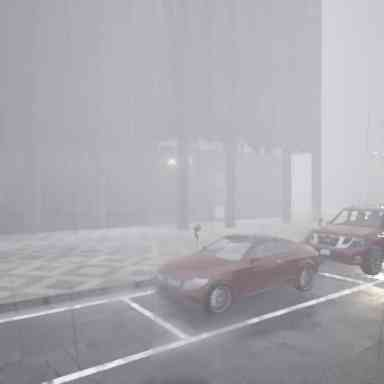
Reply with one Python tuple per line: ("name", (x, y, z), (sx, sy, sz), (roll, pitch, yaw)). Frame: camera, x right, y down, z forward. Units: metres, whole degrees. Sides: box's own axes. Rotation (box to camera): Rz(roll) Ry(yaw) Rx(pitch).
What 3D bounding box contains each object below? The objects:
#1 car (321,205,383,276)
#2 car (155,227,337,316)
("car", (5.770, 1.371, 10.754), (5.009, 1.841, 2.192), (0, 0, -35))
("car", (1.193, 1.609, 7.494), (4.206, 1.307, 1.802), (0, 0, -35))
